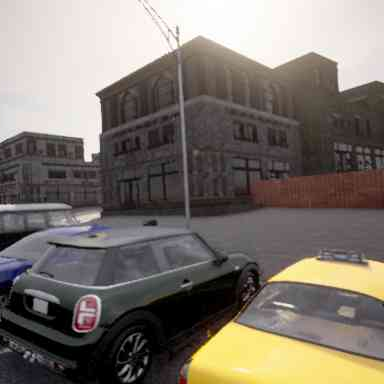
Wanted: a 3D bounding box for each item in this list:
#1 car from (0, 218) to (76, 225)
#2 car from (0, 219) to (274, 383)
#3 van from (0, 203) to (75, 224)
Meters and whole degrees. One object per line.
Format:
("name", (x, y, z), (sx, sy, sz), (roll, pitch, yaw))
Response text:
("car", (-2.816, 1.518, 7.334), (2.097, 1.535, 5.008), (-1, -1, 36))
("car", (-0.567, 1.373, 5.685), (2.185, 1.767, 4.553), (-1, 0, 36))
("van", (-5.013, 1.330, 9.038), (1.878, 1.987, 4.442), (-1, -1, 36))
